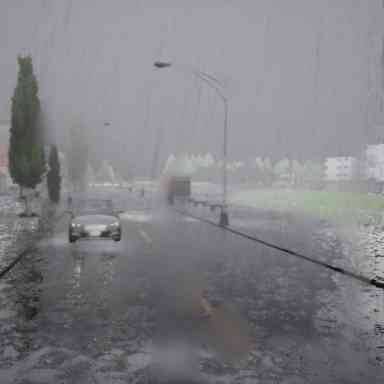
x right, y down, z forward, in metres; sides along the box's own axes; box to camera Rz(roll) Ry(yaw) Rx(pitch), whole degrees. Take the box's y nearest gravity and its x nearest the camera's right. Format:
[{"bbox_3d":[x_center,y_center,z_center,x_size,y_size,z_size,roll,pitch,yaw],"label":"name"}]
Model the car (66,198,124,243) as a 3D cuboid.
[{"bbox_3d":[-3.920,1.044,13.558,2.128,1.511,4.902,0,2,-16],"label":"car"}]
